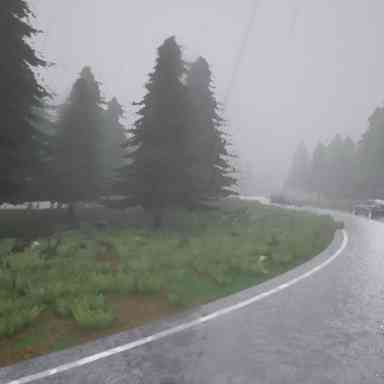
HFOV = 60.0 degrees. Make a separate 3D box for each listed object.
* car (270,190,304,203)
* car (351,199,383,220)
[{"bbox_3d":[10.223,0.627,35.906,2.097,1.767,4.553,4,2,-12],"label":"car"},{"bbox_3d":[14.443,1.359,26.488,1.837,1.490,4.892,4,2,4],"label":"car"}]
